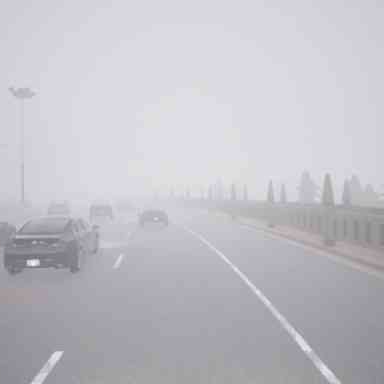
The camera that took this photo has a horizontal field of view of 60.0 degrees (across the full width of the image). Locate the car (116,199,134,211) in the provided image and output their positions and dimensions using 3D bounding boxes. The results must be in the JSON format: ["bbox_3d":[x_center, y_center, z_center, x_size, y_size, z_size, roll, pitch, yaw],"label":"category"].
[{"bbox_3d":[-8.190,1.537,40.103,1.994,1.385,4.181,0,0,-22],"label":"car"}]

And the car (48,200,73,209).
[{"bbox_3d":[-12.010,1.495,30.274,2.128,1.511,4.902,0,0,-18],"label":"car"}]

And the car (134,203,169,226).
[{"bbox_3d":[-2.760,1.503,23.020,1.812,1.442,4.674,0,0,-13],"label":"car"}]

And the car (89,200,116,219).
[{"bbox_3d":[-7.894,1.467,28.846,1.882,1.535,5.008,0,0,-16],"label":"car"}]

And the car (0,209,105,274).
[{"bbox_3d":[-4.206,1.506,10.660,1.837,1.490,4.892,0,0,-6],"label":"car"}]
